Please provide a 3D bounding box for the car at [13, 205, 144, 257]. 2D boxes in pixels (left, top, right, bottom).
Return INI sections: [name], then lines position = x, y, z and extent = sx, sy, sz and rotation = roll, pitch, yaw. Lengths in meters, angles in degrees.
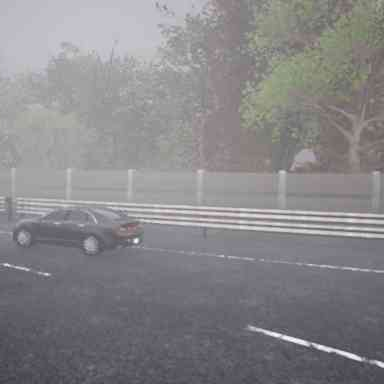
[car]
position = -4.026, 1.232, 11.632
extent = 4.892, 1.490, 1.837
rotation = 2, 1, 23
